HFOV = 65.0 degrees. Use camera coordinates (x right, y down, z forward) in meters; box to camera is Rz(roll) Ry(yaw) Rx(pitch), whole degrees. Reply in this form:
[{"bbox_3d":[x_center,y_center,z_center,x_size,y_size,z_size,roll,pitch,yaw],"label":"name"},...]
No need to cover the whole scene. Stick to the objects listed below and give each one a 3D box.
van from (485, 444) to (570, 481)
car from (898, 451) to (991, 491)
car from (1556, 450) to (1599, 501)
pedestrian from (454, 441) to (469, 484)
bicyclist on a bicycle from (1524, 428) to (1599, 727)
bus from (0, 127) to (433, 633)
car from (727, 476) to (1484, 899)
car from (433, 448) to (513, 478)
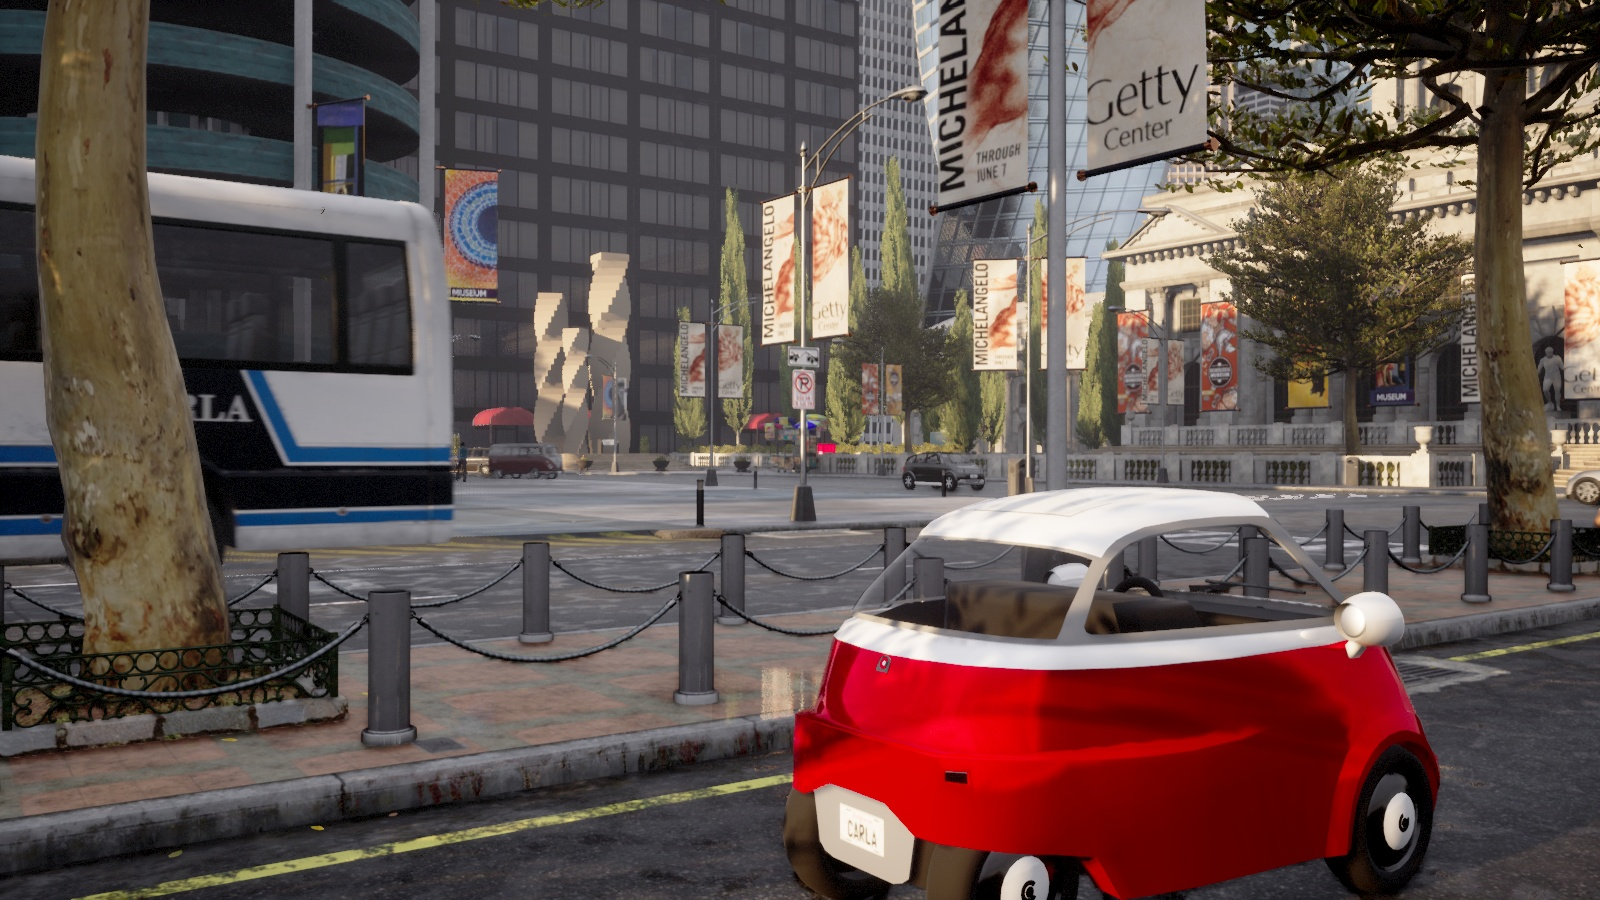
[{"bbox_3d":[-15.052,0.696,69.322,4.442,1.987,1.775,0,0,28],"label":"van"},{"bbox_3d":[5.841,0.832,51.122,1.789,1.549,3.705,0,0,-35],"label":"car"},{"bbox_3d":[24.460,0.742,36.475,1.970,1.475,3.806,0,0,-35],"label":"car"},{"bbox_3d":[-15.364,0.571,57.037,0.396,1.930,0.692,0,0,-39],"label":"pedestrian"},{"bbox_3d":[4.964,0.687,7.177,1.509,1.612,0.866,0,0,-35],"label":"bicyclist on a bicycle"},{"bbox_3d":[-9.051,-0.584,11.355,10.273,4.253,3.944,0,0,-35],"label":"bus"},{"bbox_3d":[1.080,0.808,4.410,2.207,1.376,1.481,0,0,-35],"label":"car"},{"bbox_3d":[-20.641,0.796,79.322,4.605,1.855,1.932,0,0,18],"label":"car"}]
